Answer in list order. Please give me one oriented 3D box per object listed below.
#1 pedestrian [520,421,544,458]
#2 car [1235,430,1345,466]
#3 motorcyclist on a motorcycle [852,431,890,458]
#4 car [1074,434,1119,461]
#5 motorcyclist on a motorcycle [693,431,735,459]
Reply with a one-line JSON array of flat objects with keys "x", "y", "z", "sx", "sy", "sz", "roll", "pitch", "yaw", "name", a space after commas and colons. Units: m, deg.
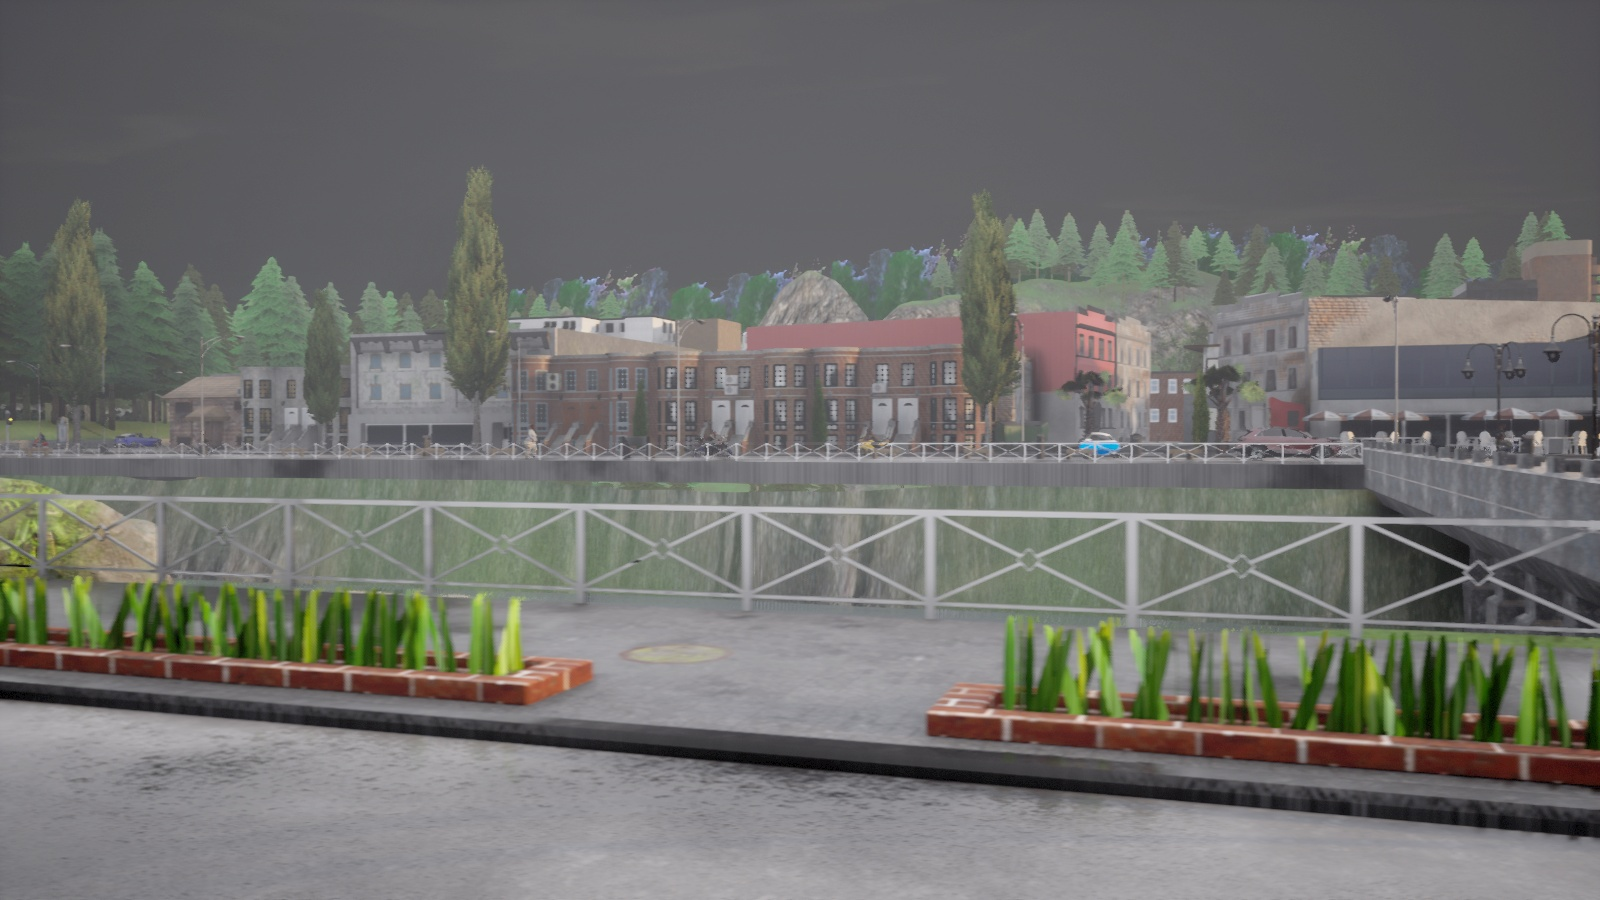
[{"x": -13.770, "y": -0.548, "z": 64.456, "sx": 0.900, "sy": 1.855, "sz": 0.874, "roll": 0, "pitch": 1, "yaw": 15, "name": "pedestrian"}, {"x": 23.648, "y": -0.129, "z": 60.833, "sx": 4.856, "sy": 1.649, "sz": 2.033, "roll": 1, "pitch": 1, "yaw": 19, "name": "car"}, {"x": 4.054, "y": -0.323, "z": 71.638, "sx": 2.044, "sy": 1.523, "sz": 0.797, "roll": 1, "pitch": 1, "yaw": 19, "name": "motorcyclist on a motorcycle"}, {"x": 15.985, "y": -0.142, "z": 67.629, "sx": 2.207, "sy": 1.376, "sz": 1.481, "roll": 1, "pitch": 1, "yaw": 19, "name": "car"}, {"x": -4.824, "y": -0.284, "z": 70.404, "sx": 2.191, "sy": 1.530, "sz": 0.866, "roll": 1, "pitch": 1, "yaw": 19, "name": "motorcyclist on a motorcycle"}]
